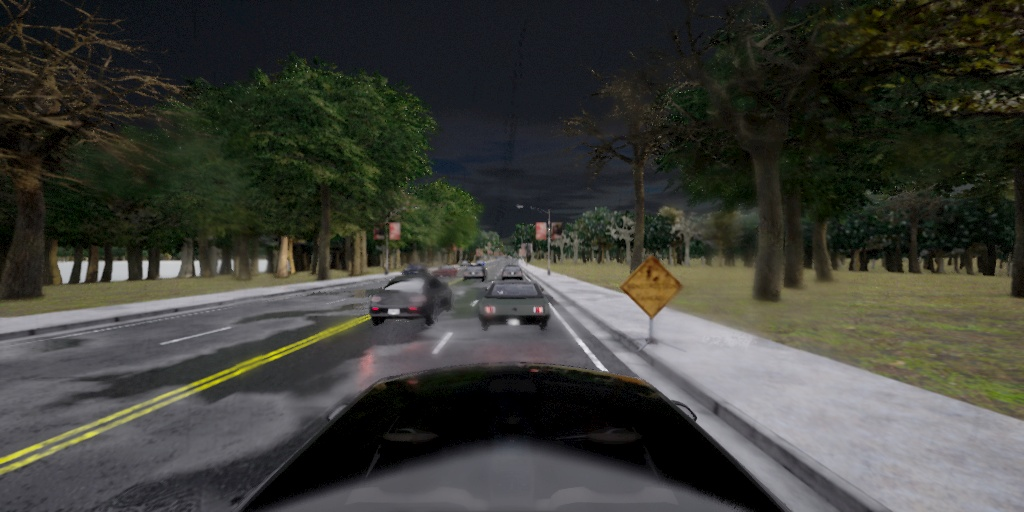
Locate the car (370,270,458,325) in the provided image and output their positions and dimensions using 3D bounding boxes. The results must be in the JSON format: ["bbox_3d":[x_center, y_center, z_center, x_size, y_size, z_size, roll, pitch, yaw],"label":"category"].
[{"bbox_3d":[-3.186,1.352,11.996,1.812,1.442,4.674,0,0,0],"label":"car"}]

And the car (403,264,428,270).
[{"bbox_3d":[-9.945,1.570,37.214,2.033,1.411,5.357,0,0,0],"label":"car"}]

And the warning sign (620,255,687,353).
[{"bbox_3d":[2.850,0.907,7.310,1.300,1.860,1.060,0,0,0],"label":"warning sign"}]

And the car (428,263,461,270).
[{"bbox_3d":[-6.689,1.615,36.058,1.895,1.301,4.718,0,0,0],"label":"car"}]

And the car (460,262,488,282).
[{"bbox_3d":[-3.225,1.532,32.403,2.033,1.411,5.357,0,0,0],"label":"car"}]

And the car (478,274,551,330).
[{"bbox_3d":[0.077,1.423,11.349,1.895,1.301,4.718,0,0,0],"label":"car"}]

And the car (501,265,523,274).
[{"bbox_3d":[0.025,1.533,32.421,2.033,1.411,5.357,0,0,0],"label":"car"}]
